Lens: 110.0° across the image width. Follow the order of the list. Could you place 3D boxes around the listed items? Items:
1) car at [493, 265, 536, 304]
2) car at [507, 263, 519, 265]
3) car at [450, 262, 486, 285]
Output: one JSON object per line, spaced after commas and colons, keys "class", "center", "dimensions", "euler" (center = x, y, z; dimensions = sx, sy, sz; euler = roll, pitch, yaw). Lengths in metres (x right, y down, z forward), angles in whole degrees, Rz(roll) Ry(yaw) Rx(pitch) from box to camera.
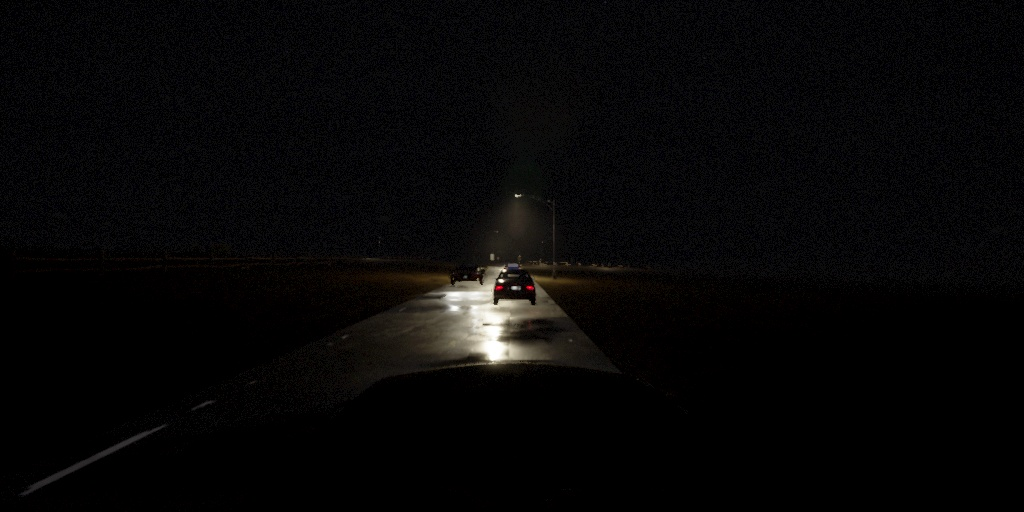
{"class": "car", "center": [0.100, 1.315, 16.576], "dimensions": [2.033, 1.411, 5.357], "euler": [0, 0, 0]}
{"class": "car", "center": [0.098, 1.408, 38.504], "dimensions": [1.994, 1.385, 4.181], "euler": [0, 0, 0]}
{"class": "car", "center": [-2.752, 1.054, 23.249], "dimensions": [1.994, 1.385, 4.181], "euler": [0, 0, 0]}
